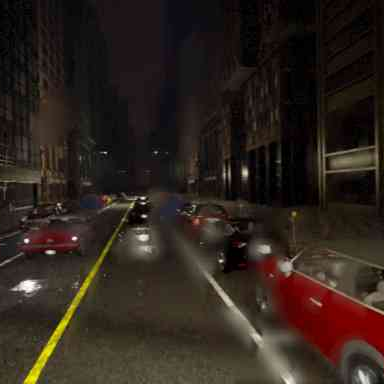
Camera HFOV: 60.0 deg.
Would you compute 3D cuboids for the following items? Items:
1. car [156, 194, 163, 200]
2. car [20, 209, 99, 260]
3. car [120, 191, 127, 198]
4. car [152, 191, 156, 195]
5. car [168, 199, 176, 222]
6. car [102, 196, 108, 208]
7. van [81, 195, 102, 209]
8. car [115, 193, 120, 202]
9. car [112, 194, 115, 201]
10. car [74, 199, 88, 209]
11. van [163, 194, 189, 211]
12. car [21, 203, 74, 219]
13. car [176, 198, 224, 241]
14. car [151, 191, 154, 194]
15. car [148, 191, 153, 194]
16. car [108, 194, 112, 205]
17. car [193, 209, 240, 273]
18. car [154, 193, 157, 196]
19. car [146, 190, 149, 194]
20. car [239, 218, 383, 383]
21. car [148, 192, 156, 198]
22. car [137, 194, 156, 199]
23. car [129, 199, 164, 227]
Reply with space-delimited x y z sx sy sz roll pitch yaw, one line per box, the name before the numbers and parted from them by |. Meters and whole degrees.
car | -2.828 1.197 37.807 1.887 1.381 4.507 -2 1 -9
car | -4.787 1.575 12.643 1.895 1.301 4.718 -1 1 -9
car | -19.754 1.016 91.877 1.887 1.381 4.507 -2 1 -9
car | -4.532 1.012 48.880 1.967 1.590 4.097 -2 1 -9
car | -0.276 1.354 21.197 1.802 1.307 4.206 -2 1 -9
car | -12.101 1.373 42.043 1.887 1.381 4.507 -2 1 -9
van | -11.256 1.210 36.504 1.690 1.788 3.998 -2 1 -9
car | -15.506 1.109 64.191 1.967 1.590 4.097 -2 1 -9
car | -13.777 1.275 52.949 1.752 1.417 4.829 -2 1 -9
car | -9.550 1.494 25.431 1.887 1.381 4.507 -2 1 -9
van | -1.133 1.073 26.731 1.690 1.788 3.998 -2 1 -9
car | -8.702 1.429 19.893 1.967 1.590 4.097 -2 1 -9
car | 0.571 1.253 15.659 1.967 1.590 4.097 -2 1 -9
car | -5.405 1.056 54.585 1.752 1.417 4.829 -2 1 -9
car | -7.930 0.957 71.027 1.887 1.381 4.507 -2 1 -9
car | -12.951 1.333 47.580 1.887 1.381 4.507 -2 1 -9
car | 1.424 1.419 10.124 1.947 1.339 4.313 -2 1 -9
car | -3.678 1.157 43.344 1.887 1.381 4.507 -2 1 -9
car | -9.637 0.648 82.098 2.192 1.841 5.009 -2 1 -9
car | 2.271 1.334 4.586 1.967 1.590 4.097 -2 1 -9
car | -10.484 0.734 87.636 1.967 1.590 4.097 -2 1 -9
car | -5.157 1.284 35.154 2.033 1.411 5.357 -1 1 -8
car | -3.077 1.398 21.695 1.994 1.385 4.181 -1 1 -8
